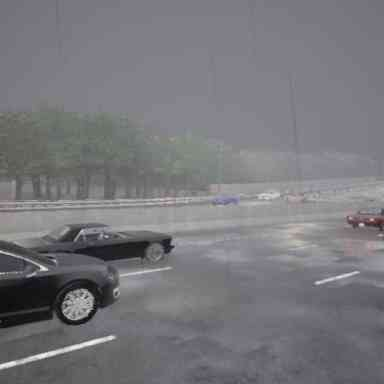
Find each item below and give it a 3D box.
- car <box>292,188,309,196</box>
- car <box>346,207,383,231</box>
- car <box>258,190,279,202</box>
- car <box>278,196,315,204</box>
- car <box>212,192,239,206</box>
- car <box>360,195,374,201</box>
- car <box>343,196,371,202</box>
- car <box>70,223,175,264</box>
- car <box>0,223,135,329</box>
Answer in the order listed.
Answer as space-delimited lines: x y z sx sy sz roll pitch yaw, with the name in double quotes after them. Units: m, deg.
24.720 0.109 75.739 2.150 2.045 5.566 0 3 40 "car"
11.715 1.618 20.709 4.718 1.301 1.895 0 0 -36 "car"
14.644 0.701 63.032 2.150 2.045 5.566 0 2 37 "car"
14.357 1.576 44.386 5.357 1.411 2.033 0 0 -36 "car"
5.134 1.074 49.791 2.150 2.045 5.566 0 1 34 "car"
27.338 1.346 53.722 4.553 1.767 2.097 0 0 -35 "car"
18.500 1.555 38.748 4.674 1.442 1.812 0 0 -36 "car"
-2.904 1.604 10.273 4.718 1.301 1.895 0 0 -35 "car"
-3.629 1.505 5.455 4.892 1.490 1.837 0 0 -36 "car"
